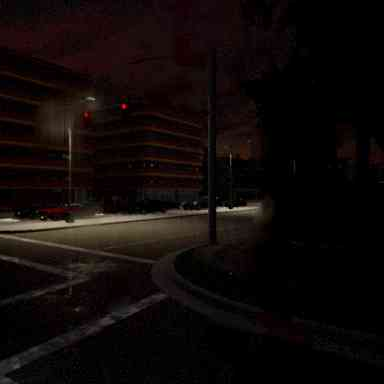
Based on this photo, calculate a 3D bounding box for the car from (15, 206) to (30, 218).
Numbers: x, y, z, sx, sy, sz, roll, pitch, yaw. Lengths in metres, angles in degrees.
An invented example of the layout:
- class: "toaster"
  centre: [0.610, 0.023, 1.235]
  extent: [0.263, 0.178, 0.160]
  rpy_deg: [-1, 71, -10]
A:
- class: "car"
  centre: [-12.919, 1.557, 28.720]
  extent: [1.994, 1.385, 4.181]
  rpy_deg: [0, 0, 36]

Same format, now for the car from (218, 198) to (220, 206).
- class: "car"
  centre: [2.842, 1.485, 50.388]
  extent: [2.128, 1.511, 4.902]
  rpy_deg: [0, 0, 36]

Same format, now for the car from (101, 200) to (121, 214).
- class: "car"
  centre: [-7.967, 1.555, 35.516]
  extent: [1.994, 1.385, 4.181]
  rpy_deg: [0, 0, 37]

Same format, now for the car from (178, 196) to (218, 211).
- class: "car"
  centre: [0.828, 1.346, 41.688]
  extent: [2.097, 1.767, 4.553]
  rpy_deg: [0, 0, 36]

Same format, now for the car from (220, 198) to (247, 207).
- class: "car"
  centre: [6.525, 1.558, 49.496]
  extent: [1.994, 1.385, 4.181]
  rpy_deg: [0, 0, 36]

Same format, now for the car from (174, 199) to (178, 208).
- class: "car"
  centre: [-3.060, 1.557, 42.284]
  extent: [1.994, 1.385, 4.181]
  rpy_deg: [0, 0, 36]

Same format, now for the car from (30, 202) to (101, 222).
- class: "car"
  centre: [-10.036, 1.595, 26.764]
  extent: [1.895, 1.301, 4.718]
  rpy_deg: [0, 0, 33]

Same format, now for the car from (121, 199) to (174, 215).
- class: "car"
  centre: [-4.499, 1.470, 34.362]
  extent: [1.882, 1.535, 5.008]
  rpy_deg: [0, 0, 36]
